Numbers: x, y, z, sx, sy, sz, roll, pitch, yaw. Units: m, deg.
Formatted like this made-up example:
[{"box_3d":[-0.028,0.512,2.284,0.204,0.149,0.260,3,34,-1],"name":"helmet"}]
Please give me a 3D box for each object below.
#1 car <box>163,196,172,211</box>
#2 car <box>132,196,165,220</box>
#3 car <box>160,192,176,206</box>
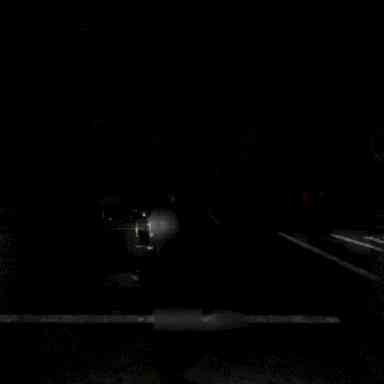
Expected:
[{"box_3d":[-3.587,1.404,36.995,1.895,1.301,4.718,0,0,0],"name":"car"},{"box_3d":[-3.517,1.353,26.163,2.128,1.511,4.902,0,0,-2],"name":"car"},{"box_3d":[-3.564,0.955,50.469,2.150,2.045,5.566,0,0,0],"name":"car"}]
